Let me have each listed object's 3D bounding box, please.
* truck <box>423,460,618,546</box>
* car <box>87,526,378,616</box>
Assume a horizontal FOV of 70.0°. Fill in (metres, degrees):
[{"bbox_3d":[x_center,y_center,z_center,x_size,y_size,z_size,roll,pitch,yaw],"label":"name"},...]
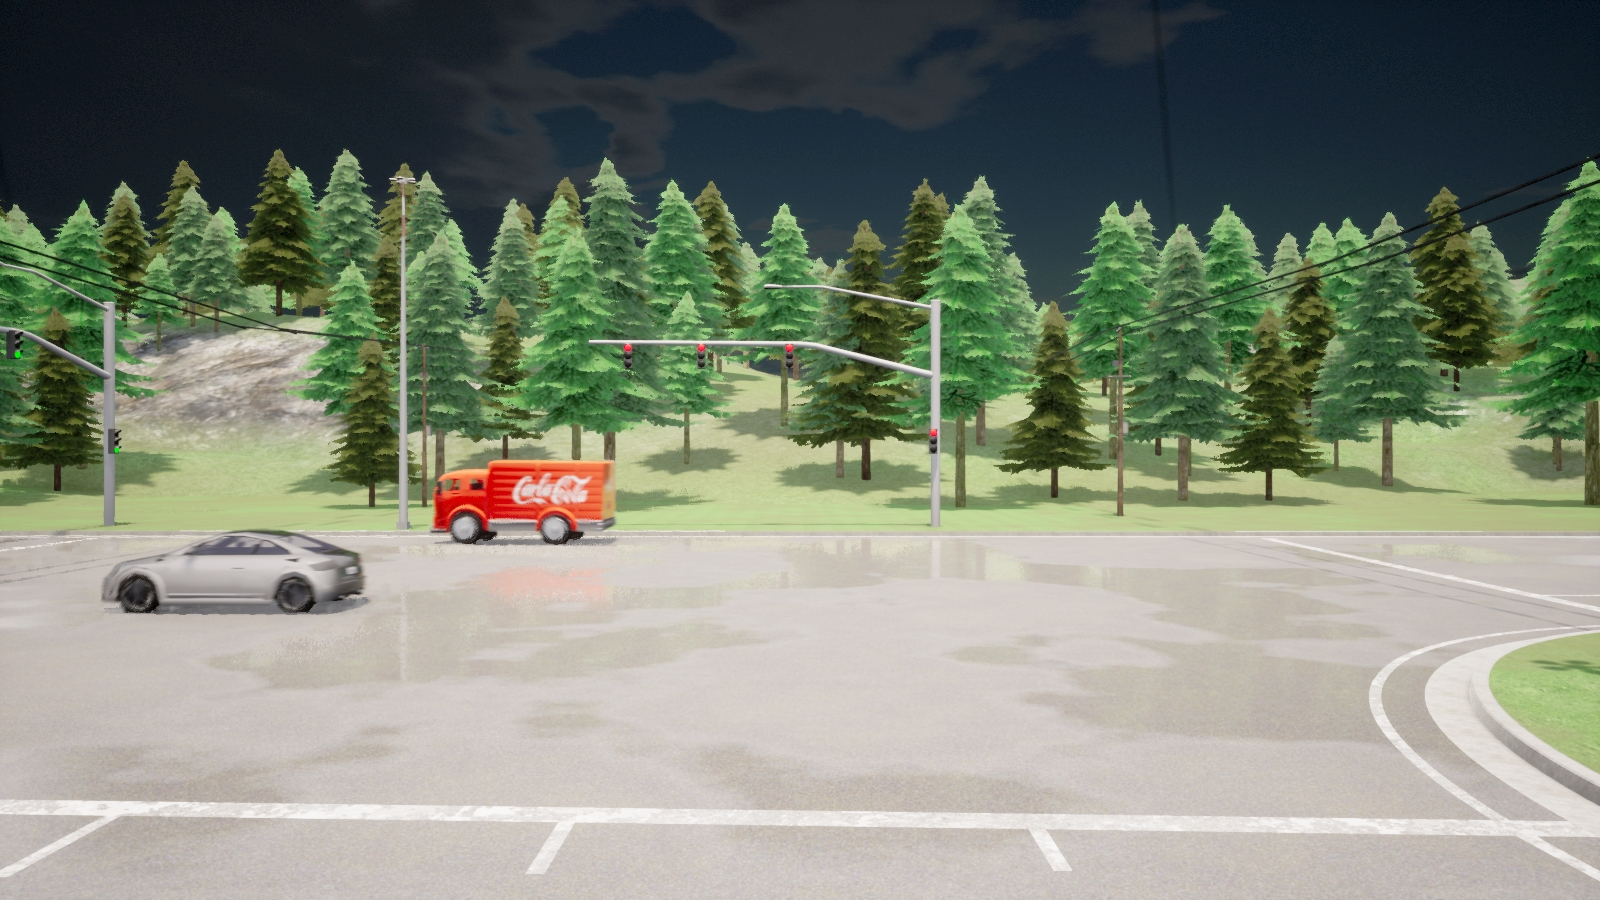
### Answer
[{"bbox_3d":[-8.271,1.546,34.286,5.204,2.467,2.627,0,0,0],"label":"truck"},{"bbox_3d":[-9.961,2.105,20.296,4.181,1.385,1.994,0,0,0],"label":"car"}]
